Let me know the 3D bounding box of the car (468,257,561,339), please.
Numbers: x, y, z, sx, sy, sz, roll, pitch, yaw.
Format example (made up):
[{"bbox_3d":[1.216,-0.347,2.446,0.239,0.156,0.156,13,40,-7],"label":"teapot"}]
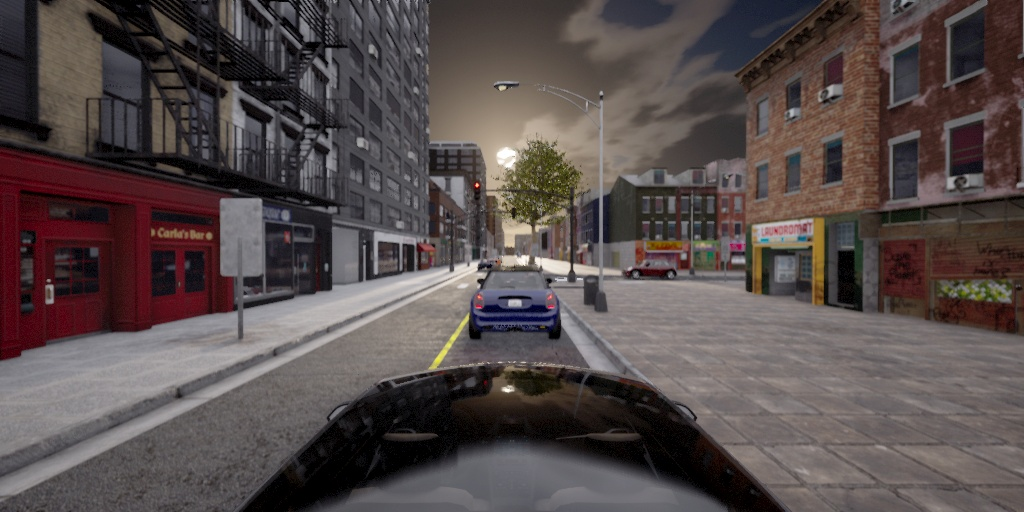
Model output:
[{"bbox_3d":[0.071,1.024,9.928,2.097,1.767,4.553,0,1,0],"label":"car"}]

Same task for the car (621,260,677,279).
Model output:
[{"bbox_3d":[10.910,1.008,28.853,4.097,1.591,1.967,0,0,0],"label":"car"}]

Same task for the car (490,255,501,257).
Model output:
[{"bbox_3d":[-2.840,0.605,55.840,2.097,1.767,4.553,0,1,0],"label":"car"}]
